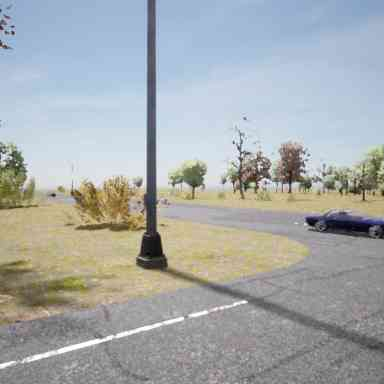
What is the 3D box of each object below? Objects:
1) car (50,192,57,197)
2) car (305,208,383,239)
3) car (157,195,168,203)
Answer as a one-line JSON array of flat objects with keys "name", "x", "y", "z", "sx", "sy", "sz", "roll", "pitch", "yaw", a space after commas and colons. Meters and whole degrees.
[{"name": "car", "x": -33.666, "y": 0.636, "z": 79.933, "sx": 1.895, "sy": 1.301, "sz": 4.718, "roll": -1, "pitch": 1, "yaw": -28}, {"name": "car", "x": 8.434, "y": 1.552, "z": 17.321, "sx": 1.895, "sy": 1.301, "sz": 4.718, "roll": -1, "pitch": 1, "yaw": -35}, {"name": "car", "x": -5.569, "y": 1.070, "z": 49.318, "sx": 1.895, "sy": 1.301, "sz": 4.718, "roll": -1, "pitch": 1, "yaw": -35}]
